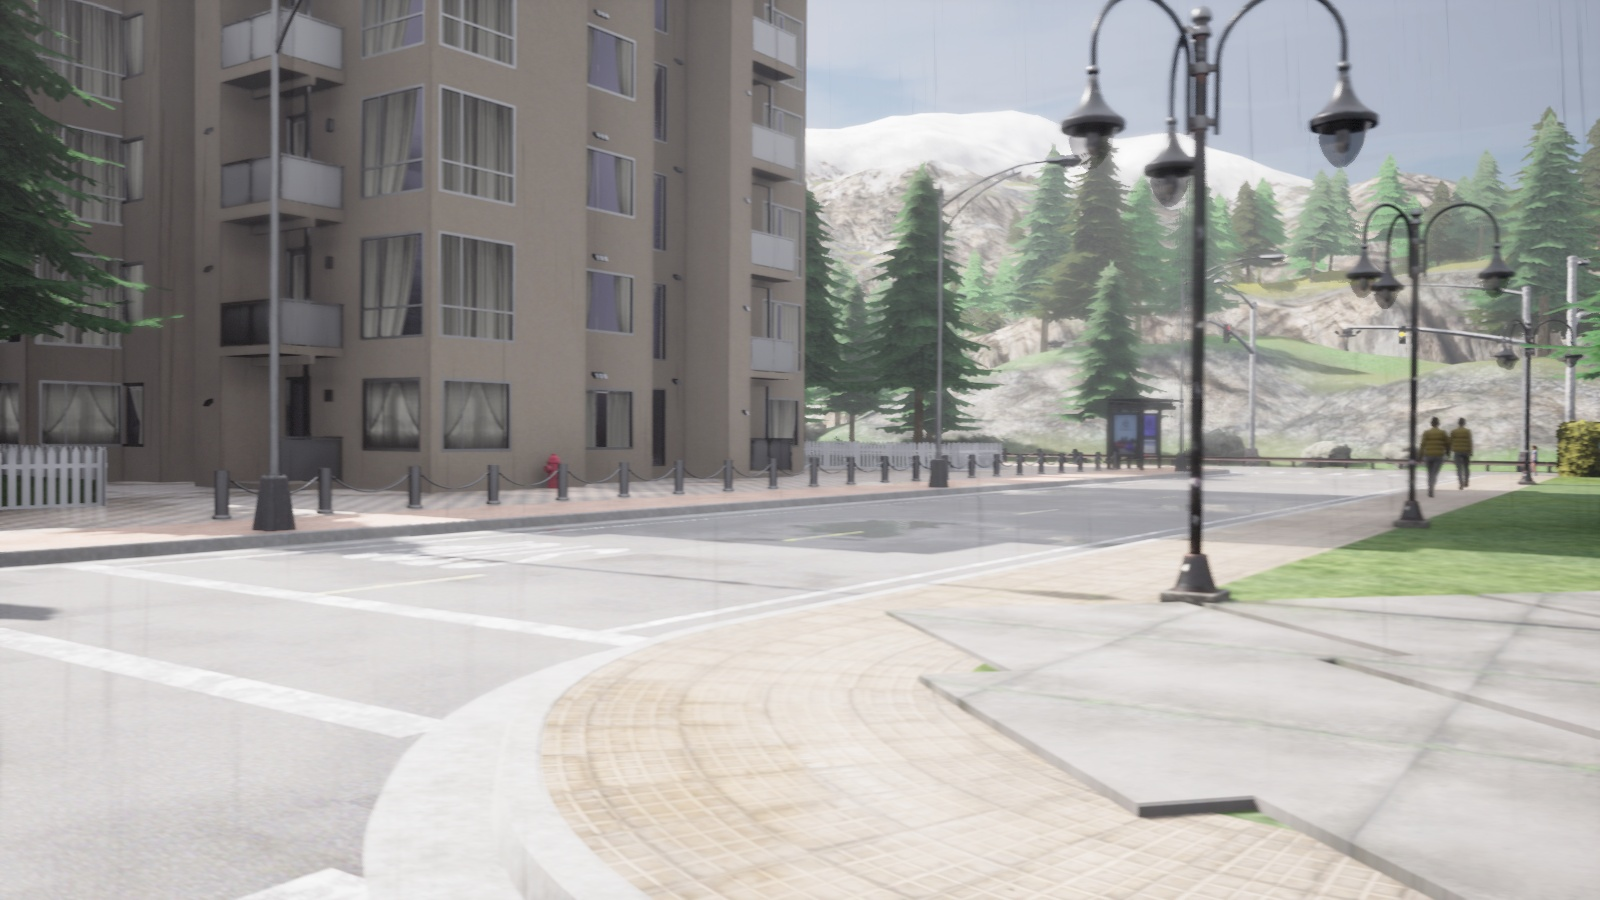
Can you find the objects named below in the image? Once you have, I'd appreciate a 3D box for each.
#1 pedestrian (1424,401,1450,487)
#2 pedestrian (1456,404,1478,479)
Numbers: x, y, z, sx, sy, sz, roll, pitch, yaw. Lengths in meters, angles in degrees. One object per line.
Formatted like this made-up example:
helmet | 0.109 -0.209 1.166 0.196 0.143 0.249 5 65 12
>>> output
pedestrian | 13.929 -0.138 27.443 0.431 1.840 0.709 0 1 32
pedestrian | 16.653 -0.220 31.349 0.431 1.840 0.709 0 1 33
